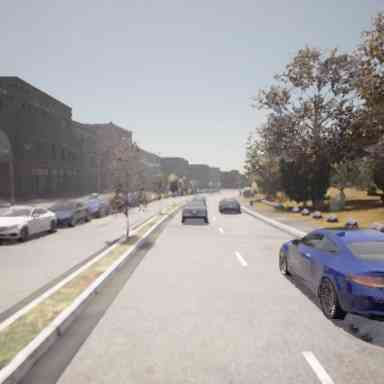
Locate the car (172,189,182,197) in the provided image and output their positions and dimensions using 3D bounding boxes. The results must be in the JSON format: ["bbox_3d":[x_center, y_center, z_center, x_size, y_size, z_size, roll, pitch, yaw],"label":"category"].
[{"bbox_3d":[-4.740,0.539,82.110,2.231,1.521,4.892,0,1,9],"label":"car"}]

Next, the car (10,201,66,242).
[{"bbox_3d":[-7.958,1.385,15.643,2.002,1.452,4.674,0,1,0],"label":"car"}]

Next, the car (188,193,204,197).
[{"bbox_3d":[0.926,1.150,41.677,2.033,1.411,5.357,0,1,3],"label":"car"}]

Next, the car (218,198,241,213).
[{"bbox_3d":[3.640,1.269,32.631,1.994,1.385,4.181,0,1,2],"label":"car"}]

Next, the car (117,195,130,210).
[{"bbox_3d":[-7.856,1.175,32.285,2.231,1.521,4.892,0,1,0],"label":"car"}]

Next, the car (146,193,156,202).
[{"bbox_3d":[-7.542,0.958,52.872,2.163,1.488,4.792,0,1,3],"label":"car"}]

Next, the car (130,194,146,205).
[{"bbox_3d":[-7.789,1.048,43.277,2.097,1.535,5.008,0,1,1],"label":"car"}]

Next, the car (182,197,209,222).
[{"bbox_3d":[0.219,1.336,23.945,2.033,1.411,5.357,0,1,1],"label":"car"}]

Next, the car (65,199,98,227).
[{"bbox_3d":[-7.923,1.321,21.159,2.163,1.488,4.792,0,1,0],"label":"car"}]

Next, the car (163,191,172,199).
[{"bbox_3d":[-6.162,0.688,70.875,1.946,1.575,5.366,0,1,7],"label":"car"}]

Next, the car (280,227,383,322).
[{"bbox_3d":[3.253,1.467,7.063,1.812,1.442,4.674,0,0,0],"label":"car"}]

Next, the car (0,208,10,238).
[{"bbox_3d":[-7.990,1.427,10.064,2.163,1.488,4.792,0,1,0],"label":"car"}]

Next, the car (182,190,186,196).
[{"bbox_3d":[-3.858,0.207,87.583,2.435,2.045,5.566,0,1,10],"label":"car"}]

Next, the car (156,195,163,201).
[{"bbox_3d":[-7.130,0.834,59.900,1.946,1.575,5.366,0,1,5],"label":"car"}]

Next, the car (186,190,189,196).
[{"bbox_3d":[-2.928,0.372,92.916,1.946,1.575,5.366,0,1,11],"label":"car"}]

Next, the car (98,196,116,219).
[{"bbox_3d":[-7.890,1.274,26.735,2.002,1.452,4.674,0,1,0],"label":"car"}]
